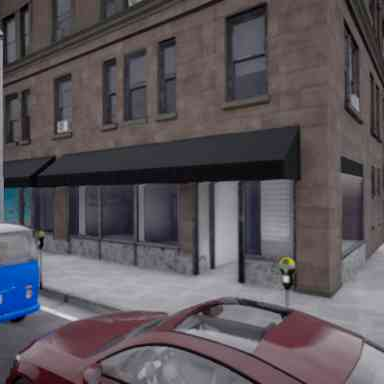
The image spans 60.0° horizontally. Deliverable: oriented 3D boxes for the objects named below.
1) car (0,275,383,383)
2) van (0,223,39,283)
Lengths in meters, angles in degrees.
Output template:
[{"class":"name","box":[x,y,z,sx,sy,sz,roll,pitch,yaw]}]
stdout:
[{"class":"car","box":[0.159,1.594,2.734,4.206,1.307,1.802,-1,0,35]},{"class":"van","box":[-4.460,1.404,6.027,3.998,1.788,1.690,-1,0,35]}]
